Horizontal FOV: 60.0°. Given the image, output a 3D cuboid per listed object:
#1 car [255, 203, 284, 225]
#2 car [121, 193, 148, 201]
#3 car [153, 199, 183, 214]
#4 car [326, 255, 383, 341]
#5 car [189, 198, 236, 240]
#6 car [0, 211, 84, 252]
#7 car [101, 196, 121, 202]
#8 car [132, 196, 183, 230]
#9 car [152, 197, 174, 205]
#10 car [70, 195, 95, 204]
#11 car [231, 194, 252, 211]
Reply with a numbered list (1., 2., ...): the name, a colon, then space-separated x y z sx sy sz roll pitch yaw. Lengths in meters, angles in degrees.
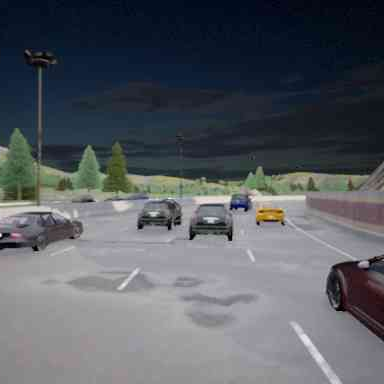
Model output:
1. car: 5.719 1.528 24.726 1.882 1.535 5.008 0 0 10
2. car: -9.822 1.200 59.483 2.150 2.045 5.566 0 0 22
3. car: -2.528 1.530 36.173 1.812 1.442 4.674 0 0 14
4. car: 3.688 1.590 5.097 1.994 1.385 4.181 0 0 1
5. car: 1.098 1.369 17.421 2.097 1.767 4.553 0 0 6
6. car: -6.366 1.515 13.803 2.033 1.411 5.357 0 0 5
7. car: -13.843 1.495 58.900 2.033 1.411 5.357 0 0 21
8. car: -1.920 1.352 21.205 2.097 1.767 4.553 0 0 8
9. car: -5.292 1.603 61.298 1.895 1.301 4.718 0 0 23
10. car: -18.513 1.267 56.253 2.097 1.767 4.553 0 0 20
11. car: 6.084 1.283 41.111 2.150 2.045 5.566 0 0 17
